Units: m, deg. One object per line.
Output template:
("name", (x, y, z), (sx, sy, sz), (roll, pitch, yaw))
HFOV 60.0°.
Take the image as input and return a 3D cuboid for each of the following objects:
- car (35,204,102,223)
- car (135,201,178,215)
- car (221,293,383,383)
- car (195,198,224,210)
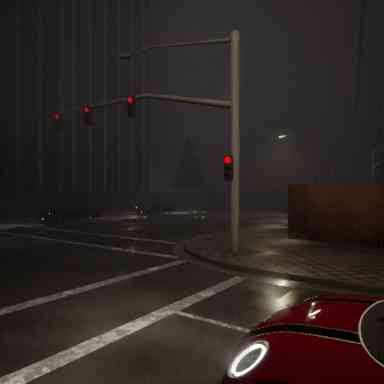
("car", (-9.341, 1.601, 25.468), (1.895, 1.301, 4.718), (0, 0, 35))
("car", (-3.560, 1.601, 33.624), (1.895, 1.301, 4.718), (0, 0, 35))
("car", (2.429, 1.352, 2.225), (4.553, 1.767, 2.097), (0, 0, 36))
("car", (2.283, 1.491, 41.835), (2.128, 1.511, 4.902), (0, 0, 36))
